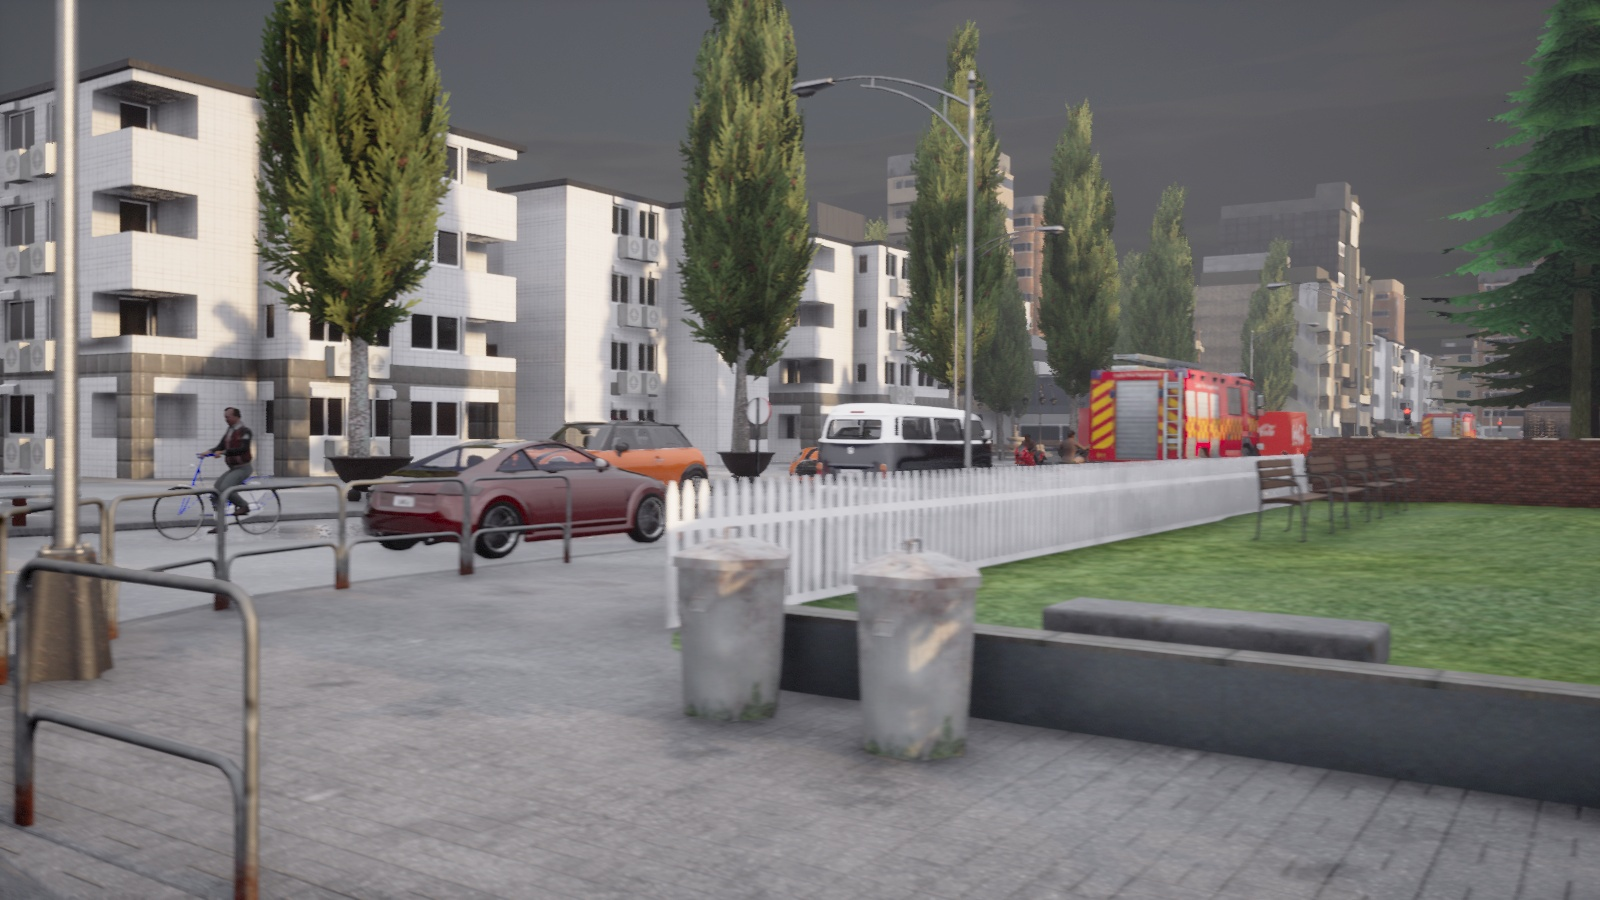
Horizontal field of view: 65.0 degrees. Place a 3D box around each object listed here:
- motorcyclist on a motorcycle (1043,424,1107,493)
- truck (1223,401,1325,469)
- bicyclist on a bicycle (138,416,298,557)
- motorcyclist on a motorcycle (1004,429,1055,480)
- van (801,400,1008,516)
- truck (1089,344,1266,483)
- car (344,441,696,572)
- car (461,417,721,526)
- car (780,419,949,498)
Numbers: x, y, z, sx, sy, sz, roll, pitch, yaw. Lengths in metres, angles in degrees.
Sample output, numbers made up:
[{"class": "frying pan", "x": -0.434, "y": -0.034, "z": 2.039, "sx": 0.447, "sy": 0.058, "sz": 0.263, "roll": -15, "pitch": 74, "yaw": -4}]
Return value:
[{"class": "motorcyclist on a motorcycle", "x": 6.917, "y": 0.189, "z": 31.509, "sx": 0.766, "sy": 1.649, "sz": 2.350, "roll": 0, "pitch": 1, "yaw": 34}, {"class": "truck", "x": 18.493, "y": -0.589, "z": 48.847, "sx": 2.627, "sy": 2.467, "sz": 5.204, "roll": 0, "pitch": 1, "yaw": 33}, {"class": "bicyclist on a bicycle", "x": -7.719, "y": 0.443, "z": 16.736, "sx": 0.659, "sy": 1.776, "sz": 1.843, "roll": 0, "pitch": 1, "yaw": 33}, {"class": "motorcyclist on a motorcycle", "x": 7.142, "y": 0.115, "z": 39.053, "sx": 0.797, "sy": 1.523, "sz": 2.044, "roll": 0, "pitch": 1, "yaw": 34}, {"class": "van", "x": 2.140, "y": 0.103, "z": 24.351, "sx": 2.069, "sy": 2.038, "sz": 4.480, "roll": 0, "pitch": 1, "yaw": 34}, {"class": "truck", "x": 11.904, "y": -1.073, "z": 38.984, "sx": 2.891, "sy": 3.827, "sz": 8.468, "roll": 0, "pitch": 1, "yaw": 34}, {"class": "car", "x": -3.405, "y": 0.607, "z": 16.046, "sx": 1.994, "sy": 1.385, "sz": 4.181, "roll": 0, "pitch": 1, "yaw": 33}, {"class": "car", "x": -3.674, "y": 0.311, "z": 22.843, "sx": 2.097, "sy": 1.767, "sz": 4.553, "roll": 0, "pitch": 1, "yaw": 34}, {"class": "car", "x": 1.664, "y": 0.154, "z": 30.843, "sx": 2.097, "sy": 1.767, "sz": 4.553, "roll": 0, "pitch": 1, "yaw": 34}]
